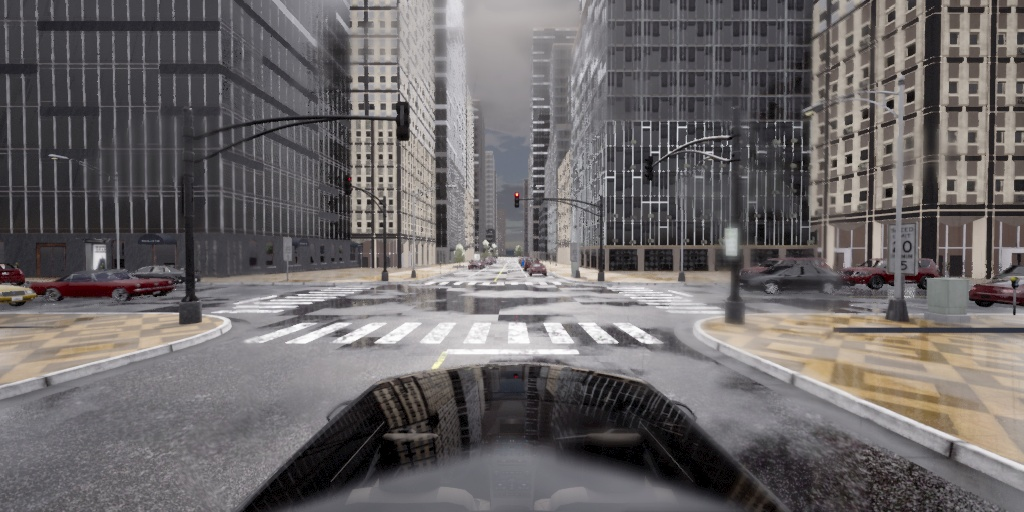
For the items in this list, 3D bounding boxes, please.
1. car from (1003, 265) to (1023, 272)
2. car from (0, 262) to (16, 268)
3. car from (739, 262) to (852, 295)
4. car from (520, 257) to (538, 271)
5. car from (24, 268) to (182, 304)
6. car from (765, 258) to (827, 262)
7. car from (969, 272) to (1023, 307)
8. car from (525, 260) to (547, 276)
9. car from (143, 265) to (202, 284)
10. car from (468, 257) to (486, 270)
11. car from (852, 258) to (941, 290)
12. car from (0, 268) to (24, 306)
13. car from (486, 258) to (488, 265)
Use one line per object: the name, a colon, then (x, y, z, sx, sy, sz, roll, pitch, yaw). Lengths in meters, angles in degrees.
car: (25.111, 1.155, 16.316, 4.553, 1.767, 2.097, 0, 1, 0)
car: (-32.553, 1.077, 21.705, 4.097, 1.591, 1.967, 0, 0, 0)
car: (14.801, 1.249, 19.246, 4.892, 1.490, 1.837, 0, 1, 0)
car: (2.581, 1.046, 47.050, 2.192, 1.841, 5.009, 0, 0, 0)
car: (-18.326, 1.342, 16.245, 4.718, 1.301, 1.895, 0, 1, 0)
car: (16.574, 1.024, 21.858, 5.009, 1.841, 2.192, 0, 0, 0)
car: (20.188, 1.417, 13.725, 4.207, 1.307, 1.802, 0, 0, 0)
car: (2.553, 1.319, 36.000, 1.802, 1.307, 4.207, 0, 0, 0)
car: (-21.437, 1.204, 21.795, 4.403, 1.370, 2.007, 0, 0, 0)
car: (-5.284, 1.168, 52.554, 1.967, 1.591, 4.097, 0, 0, 0)
car: (22.905, 1.032, 21.868, 5.009, 1.841, 2.192, 0, 0, 0)
car: (-21.253, 1.301, 13.656, 4.829, 1.417, 1.751, 0, 0, 0)
car: (-5.281, 1.306, 58.079, 1.802, 1.307, 4.207, 0, 0, 0)
